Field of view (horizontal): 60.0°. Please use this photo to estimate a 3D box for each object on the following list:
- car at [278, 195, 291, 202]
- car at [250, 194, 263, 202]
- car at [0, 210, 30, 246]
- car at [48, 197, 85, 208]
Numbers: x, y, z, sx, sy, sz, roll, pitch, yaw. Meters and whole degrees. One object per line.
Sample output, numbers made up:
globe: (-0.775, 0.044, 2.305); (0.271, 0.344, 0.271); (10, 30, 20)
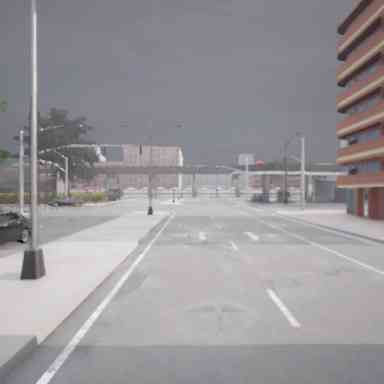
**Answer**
car: (18.943, 1.396, 68.199); (1.970, 1.475, 3.806); (0, 0, 0)
car: (13.199, 1.235, 67.436); (2.242, 1.667, 4.611); (0, 0, 0)
car: (-8.097, 1.492, 13.000); (1.837, 1.490, 4.892); (0, 0, 0)
car: (-17.697, 1.462, 47.098); (4.902, 1.511, 2.128); (0, 2, -8)
